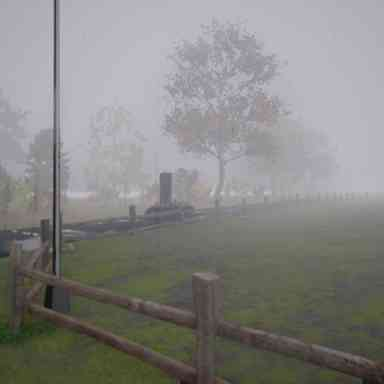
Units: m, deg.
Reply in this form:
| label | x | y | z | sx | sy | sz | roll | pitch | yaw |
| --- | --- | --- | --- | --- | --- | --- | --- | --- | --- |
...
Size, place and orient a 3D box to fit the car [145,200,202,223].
| label | x | y | z | sx | sy | sz | roll | pitch | yaw |
| --- | --- | --- | --- | --- | --- | --- | --- | --- | --- |
| car | -1.141 | 1.228 | 21.829 | 1.994 | 1.385 | 4.181 | 0 | 1 | 36 |
